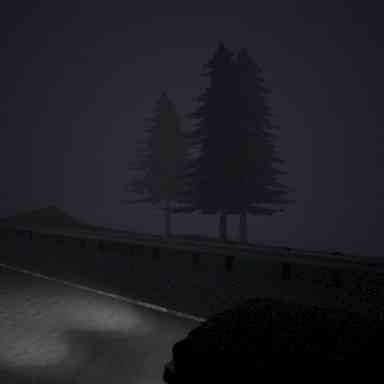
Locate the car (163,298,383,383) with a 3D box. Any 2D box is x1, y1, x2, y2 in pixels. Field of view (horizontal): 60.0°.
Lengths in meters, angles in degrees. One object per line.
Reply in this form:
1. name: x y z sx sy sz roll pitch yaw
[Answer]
1. car: 2.067 1.603 2.564 4.718 1.301 1.895 0 0 36
